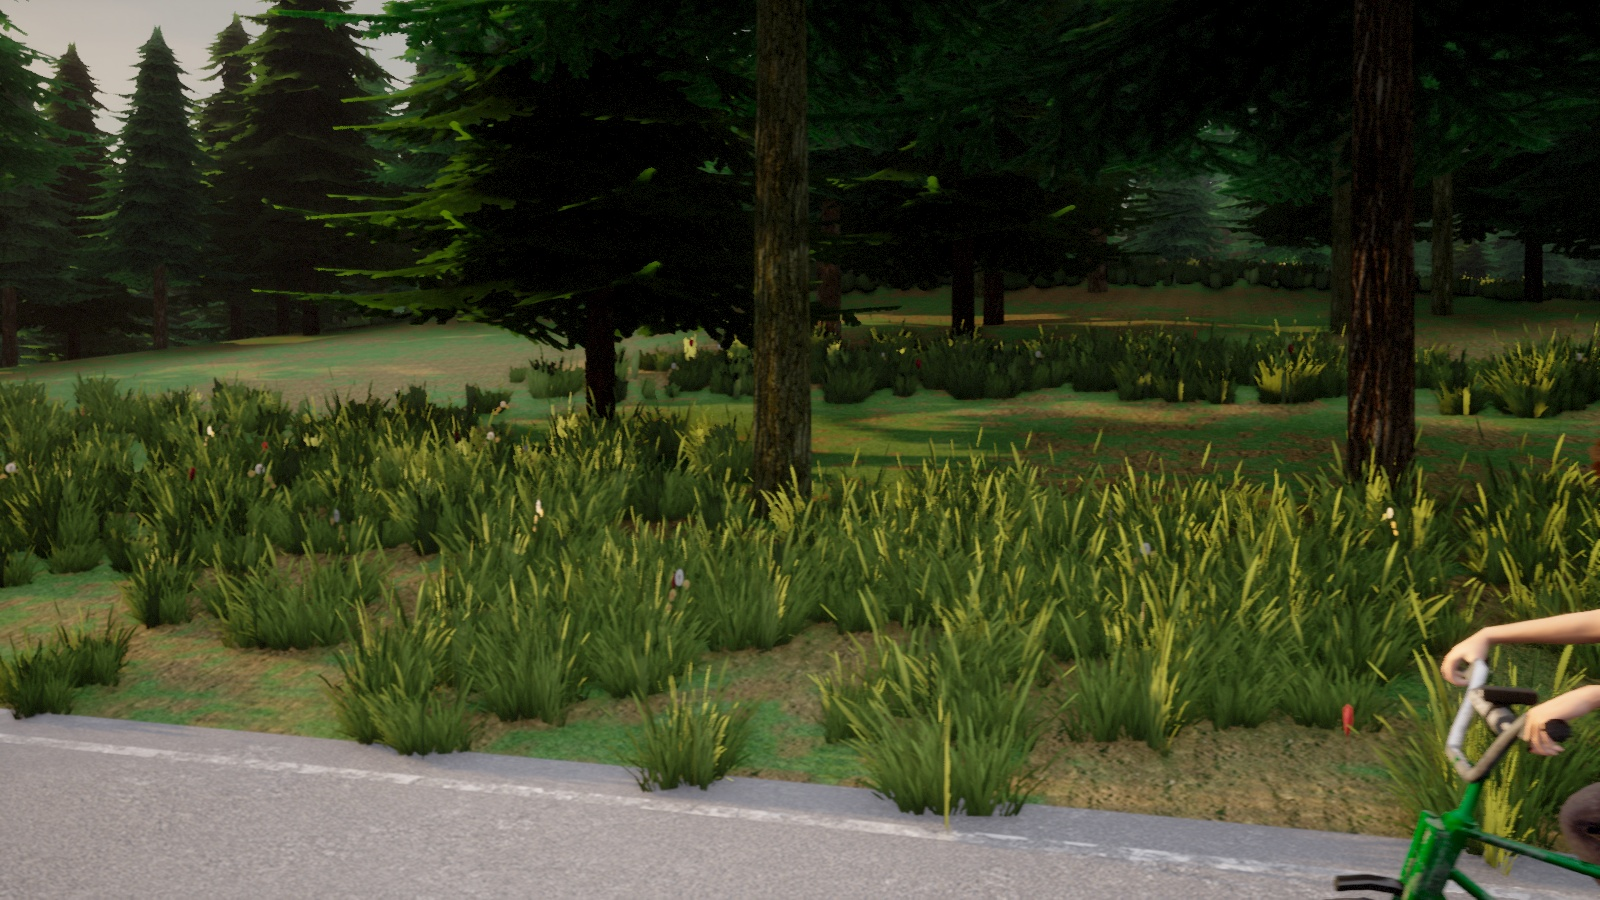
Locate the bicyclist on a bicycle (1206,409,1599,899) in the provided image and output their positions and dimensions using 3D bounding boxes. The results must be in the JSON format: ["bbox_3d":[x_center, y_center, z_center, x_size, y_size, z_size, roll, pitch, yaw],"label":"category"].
[{"bbox_3d":[1.648,0.727,2.617,1.509,1.612,0.866,1,1,19],"label":"bicyclist on a bicycle"}]
